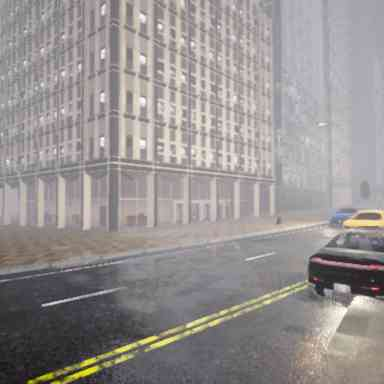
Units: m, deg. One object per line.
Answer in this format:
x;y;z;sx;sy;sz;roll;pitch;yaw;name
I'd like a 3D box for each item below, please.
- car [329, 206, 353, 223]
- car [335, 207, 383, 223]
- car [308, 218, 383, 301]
12.332;1.879;25.941;1.882;1.535;5.008;-2;-2;41;car
9.982;1.748;18.477;1.882;1.535;5.008;-2;-2;43;car
4.571;1.610;7.988;4.902;1.511;2.128;0;-2;-44;car
